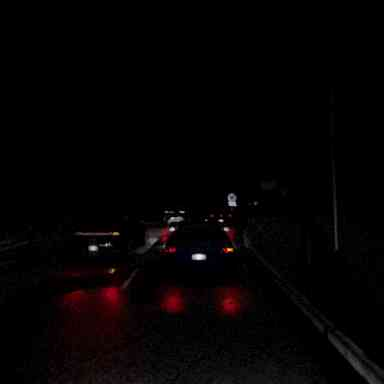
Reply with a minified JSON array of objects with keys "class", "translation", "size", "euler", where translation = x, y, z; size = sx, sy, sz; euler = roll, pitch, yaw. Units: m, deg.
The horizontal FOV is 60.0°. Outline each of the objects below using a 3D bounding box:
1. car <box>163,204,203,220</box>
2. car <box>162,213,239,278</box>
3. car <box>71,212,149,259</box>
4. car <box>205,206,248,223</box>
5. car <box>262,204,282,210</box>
[{"class":"car","translation":[-0.513,1.660,24.816],"size":[2.128,1.511,4.902],"euler":[-2,-3,19]},{"class":"car","translation":[0.224,1.579,10.224],"size":[1.994,1.385,4.181],"euler":[0,0,1]},{"class":"car","translation":[-2.905,1.517,12.650],"size":[2.128,1.511,4.902],"euler":[0,0,3]},{"class":"car","translation":[2.737,1.694,24.007],"size":[1.895,1.301,4.718],"euler":[-2,-3,21]},{"class":"car","translation":[19.118,3.744,79.854],"size":[4.553,1.767,2.097],"euler":[-4,-6,41]}]
